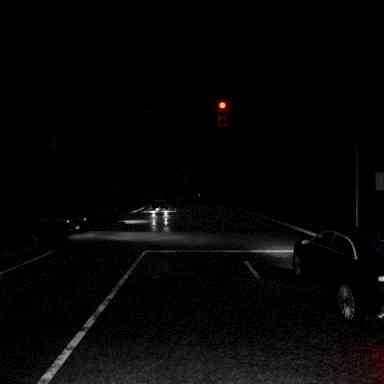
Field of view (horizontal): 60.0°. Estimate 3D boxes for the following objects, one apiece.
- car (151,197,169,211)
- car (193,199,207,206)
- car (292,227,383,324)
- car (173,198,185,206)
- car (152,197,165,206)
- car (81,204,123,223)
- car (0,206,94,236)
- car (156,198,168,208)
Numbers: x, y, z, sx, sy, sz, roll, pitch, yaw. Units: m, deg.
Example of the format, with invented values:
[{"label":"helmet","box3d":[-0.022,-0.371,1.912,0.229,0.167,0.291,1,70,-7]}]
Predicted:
[{"label":"car","box3d":[-4.071,1.596,42.803,1.812,1.442,4.674,0,-1,-3]},{"label":"car","box3d":[1.436,1.945,60.564,1.895,1.301,4.718,0,-1,-9]},{"label":"car","box3d":[3.583,1.492,7.098,2.128,1.511,4.902,0,0,1]},{"label":"car","box3d":[-2.490,1.880,62.633,1.882,1.535,5.008,0,-1,-10]},{"label":"car","box3d":[-6.625,1.822,64.973,2.097,1.767,4.553,0,-1,-11]},{"label":"car","box3d":[-7.234,1.575,24.524,4.181,1.385,1.994,0,0,-18]},{"label":"car","box3d":[-8.201,1.618,18.527,4.718,1.301,1.895,0,0,18]},{"label":"car","box3d":[-4.864,1.740,53.062,1.812,1.442,4.674,0,-1,-6]}]
